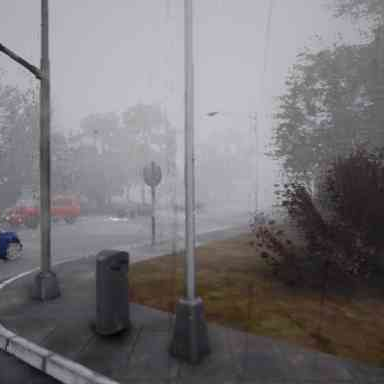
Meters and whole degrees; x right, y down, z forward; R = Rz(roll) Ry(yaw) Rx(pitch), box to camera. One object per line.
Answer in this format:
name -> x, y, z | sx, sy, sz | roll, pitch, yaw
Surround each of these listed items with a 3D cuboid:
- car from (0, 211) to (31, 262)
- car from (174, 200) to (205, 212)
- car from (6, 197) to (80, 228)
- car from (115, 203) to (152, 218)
car -> -6.907, 1.572, 9.593 | 1.882, 1.535, 5.008 | -2, 0, 0
car -> -0.266, 1.683, 41.525 | 1.882, 1.535, 5.008 | -1, 0, 32
car -> -10.939, 1.418, 24.709 | 2.150, 2.045, 5.566 | -1, 0, 30
car -> -5.606, 1.765, 33.082 | 1.994, 1.385, 4.181 | -1, 0, 32
